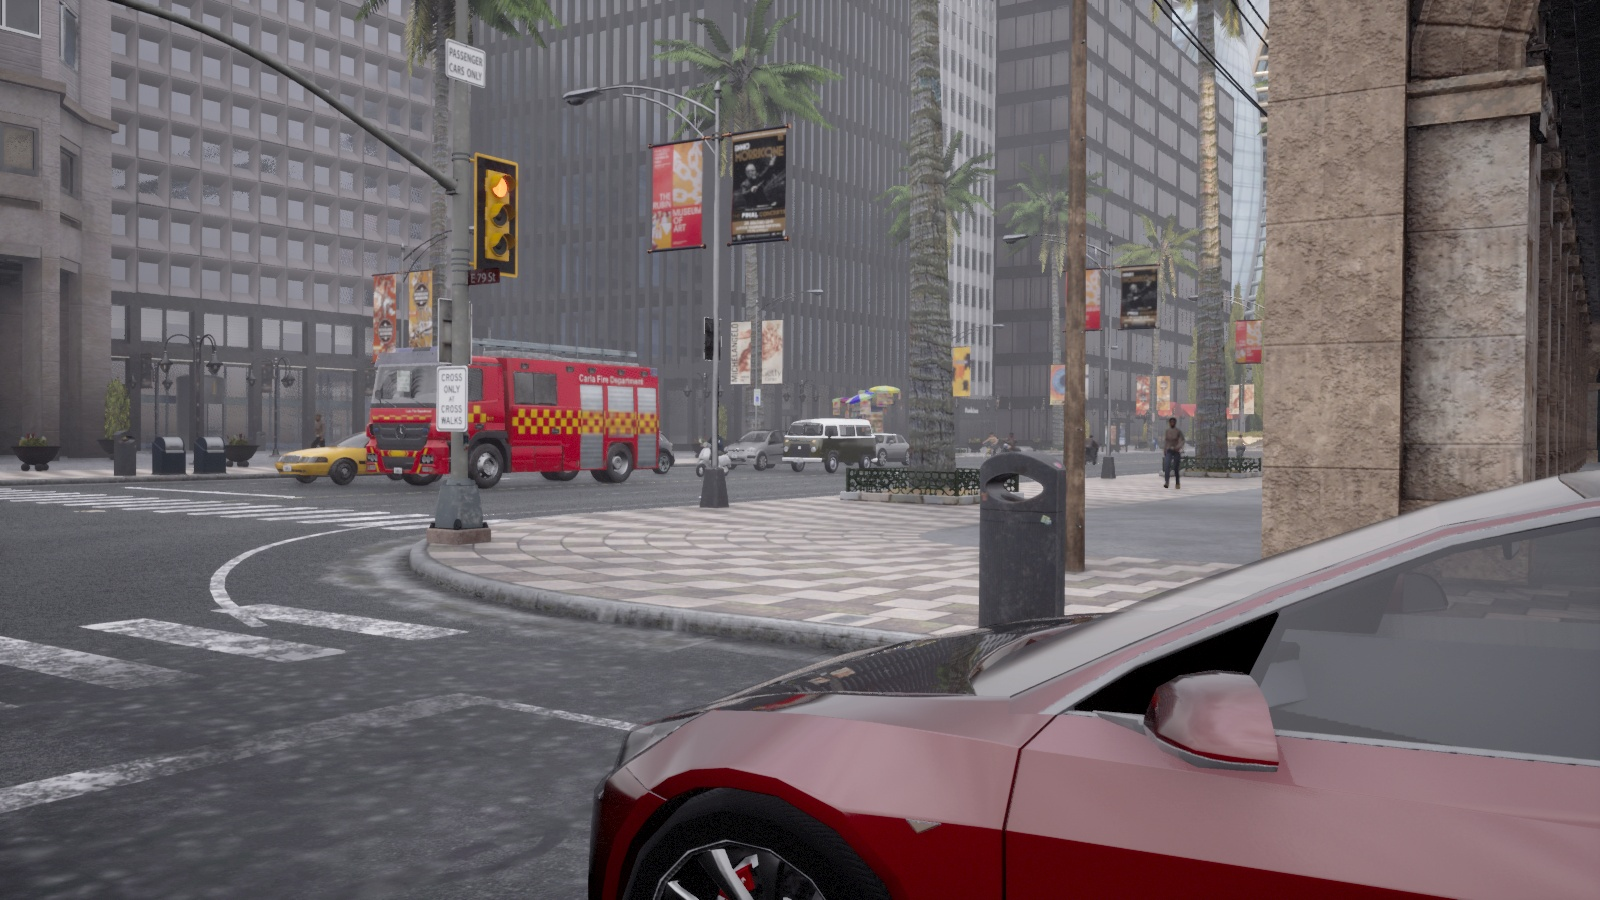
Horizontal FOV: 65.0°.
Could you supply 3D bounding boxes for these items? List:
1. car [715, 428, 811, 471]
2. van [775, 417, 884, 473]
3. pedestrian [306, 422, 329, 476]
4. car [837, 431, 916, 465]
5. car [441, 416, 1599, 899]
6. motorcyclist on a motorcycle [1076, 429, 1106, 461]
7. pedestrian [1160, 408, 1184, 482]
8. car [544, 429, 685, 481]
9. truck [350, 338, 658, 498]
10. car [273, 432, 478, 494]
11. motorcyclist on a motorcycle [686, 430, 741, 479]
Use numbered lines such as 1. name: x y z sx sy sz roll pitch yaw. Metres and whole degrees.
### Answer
1. car: -1.431 -0.042 50.141 1.851 1.617 3.988 0 1 33
2. van: 1.180 -0.208 47.746 2.069 2.038 4.480 0 1 33
3. pedestrian: -16.577 -0.051 43.161 0.331 1.846 0.634 0 1 29
4. car: 3.556 -0.123 57.677 1.970 1.475 3.806 0 1 33
5. car: 1.787 0.681 2.457 4.792 1.488 2.163 0 1 33
6. motorcyclist on a motorcycle: 14.182 -0.250 61.206 0.797 1.523 2.044 0 1 33
7. pedestrian: 9.196 -0.119 31.069 0.328 1.805 0.869 0 1 33
8. car: -6.252 0.133 42.845 2.033 1.649 4.856 0 1 34
9. truck: -7.730 -0.831 34.274 2.891 3.827 8.468 0 1 33
10. car: -11.593 0.301 34.719 1.801 1.575 5.366 0 1 34
11. motorcyclist on a motorcycle: -2.858 0.142 41.631 0.866 1.590 1.817 0 1 33
